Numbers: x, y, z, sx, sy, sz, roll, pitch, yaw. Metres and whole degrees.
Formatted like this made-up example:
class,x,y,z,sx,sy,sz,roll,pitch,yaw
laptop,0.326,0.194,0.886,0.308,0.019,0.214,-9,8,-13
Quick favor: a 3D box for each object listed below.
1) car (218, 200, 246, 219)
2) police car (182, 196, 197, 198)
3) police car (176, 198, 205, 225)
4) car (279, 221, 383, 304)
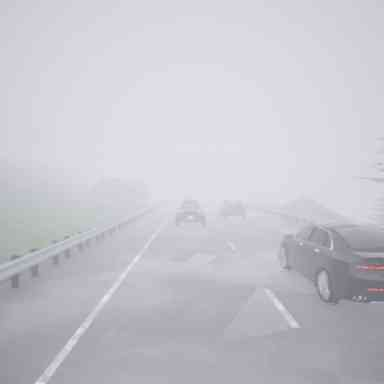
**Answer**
class,x,y,z,sx,sy,sz,roll,pitch,yaw
car,3.340,1.391,28.114,2.128,1.511,4.902,0,0,-1
police car,-0.301,1.278,42.094,1.930,1.638,5.238,0,0,-1
police car,-0.113,1.423,23.277,2.038,1.542,4.974,0,0,-1
car,3.528,1.474,8.056,1.837,1.490,4.892,0,0,0
